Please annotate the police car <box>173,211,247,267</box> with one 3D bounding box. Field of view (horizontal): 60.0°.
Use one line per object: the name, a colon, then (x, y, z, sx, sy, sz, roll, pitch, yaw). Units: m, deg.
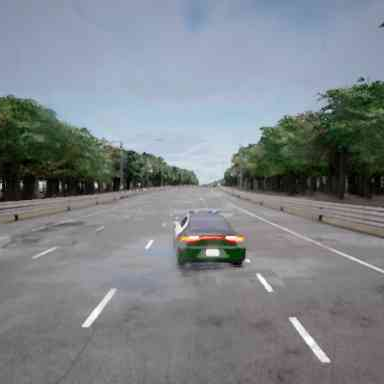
police car: (0.389, 1.398, 11.277, 2.038, 1.542, 4.974, 0, 1, -4)
